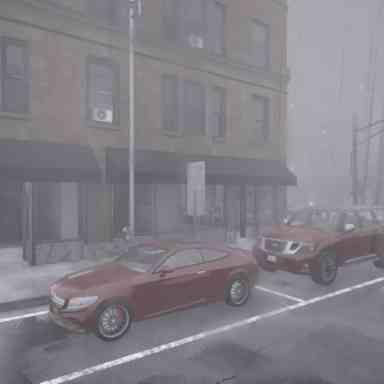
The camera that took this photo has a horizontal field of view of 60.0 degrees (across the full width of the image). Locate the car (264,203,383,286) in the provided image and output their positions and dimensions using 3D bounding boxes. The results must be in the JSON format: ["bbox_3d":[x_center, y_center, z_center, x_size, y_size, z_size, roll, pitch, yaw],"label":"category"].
[{"bbox_3d":[4.008,1.314,9.618,5.009,1.841,2.192,0,0,-35],"label":"car"}]

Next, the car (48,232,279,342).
[{"bbox_3d":[-0.491,1.581,6.414,4.206,1.307,1.802,0,0,-35],"label":"car"}]

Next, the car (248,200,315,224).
[{"bbox_3d":[6.813,1.484,25.884,1.882,1.535,5.008,0,0,-35],"label":"car"}]
